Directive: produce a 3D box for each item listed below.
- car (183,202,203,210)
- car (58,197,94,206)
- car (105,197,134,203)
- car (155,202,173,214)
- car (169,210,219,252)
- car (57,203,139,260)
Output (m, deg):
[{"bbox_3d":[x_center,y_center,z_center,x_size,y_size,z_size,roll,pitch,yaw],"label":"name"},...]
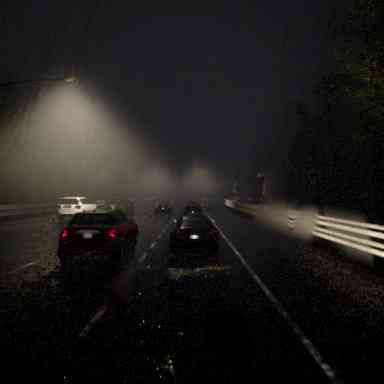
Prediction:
[{"bbox_3d":[0.121,1.821,36.840,1.837,1.490,4.892,0,0,1],"label":"car"},{"bbox_3d":[-10.412,1.482,30.492,2.150,2.045,5.566,0,0,0],"label":"car"},{"bbox_3d":[-6.912,1.494,31.879,2.150,2.045,5.566,0,0,0],"label":"car"},{"bbox_3d":[-3.416,1.915,41.099,1.994,1.385,4.181,0,0,0],"label":"car"},{"bbox_3d":[0.094,1.690,14.623,1.994,1.385,4.181,0,0,0],"label":"car"},{"bbox_3d":[-3.405,1.462,12.982,2.097,1.767,4.553,0,-1,0],"label":"car"}]
